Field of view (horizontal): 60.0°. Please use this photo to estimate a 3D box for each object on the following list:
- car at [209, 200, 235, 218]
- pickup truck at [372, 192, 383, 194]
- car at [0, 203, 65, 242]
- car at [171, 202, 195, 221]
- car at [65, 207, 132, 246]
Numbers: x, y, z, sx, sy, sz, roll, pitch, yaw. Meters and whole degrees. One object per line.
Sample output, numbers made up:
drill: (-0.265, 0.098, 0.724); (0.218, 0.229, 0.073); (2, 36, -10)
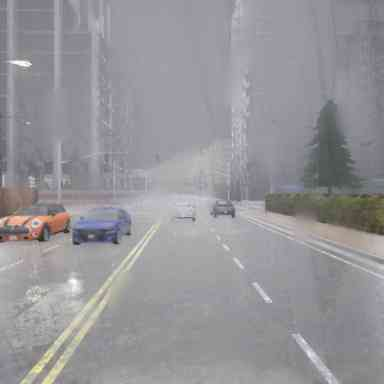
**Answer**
car: (2.714, 1.492, 30.381); (2.128, 1.511, 4.902); (0, 0, -3)
pickup truck: (39.556, 1.059, 69.008); (6.274, 2.098, 2.390); (0, 0, 28)
car: (-7.539, 1.352, 16.180); (2.097, 1.767, 4.553); (0, 0, -1)
car: (-0.703, 1.526, 26.684); (1.812, 1.442, 4.674); (0, 0, -2)
car: (-4.015, 1.478, 15.549); (1.882, 1.535, 5.008); (0, 0, -1)
